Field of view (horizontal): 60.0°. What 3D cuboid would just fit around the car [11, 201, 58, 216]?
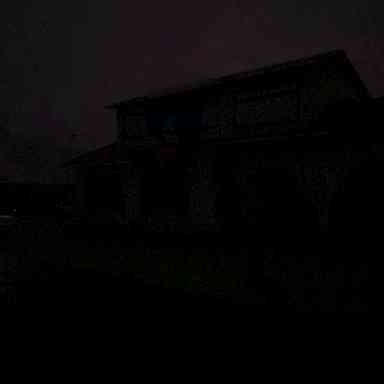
[{"bbox_3d":[-15.554,1.564,33.025,1.994,1.385,4.181,0,0,35],"label":"car"}]
